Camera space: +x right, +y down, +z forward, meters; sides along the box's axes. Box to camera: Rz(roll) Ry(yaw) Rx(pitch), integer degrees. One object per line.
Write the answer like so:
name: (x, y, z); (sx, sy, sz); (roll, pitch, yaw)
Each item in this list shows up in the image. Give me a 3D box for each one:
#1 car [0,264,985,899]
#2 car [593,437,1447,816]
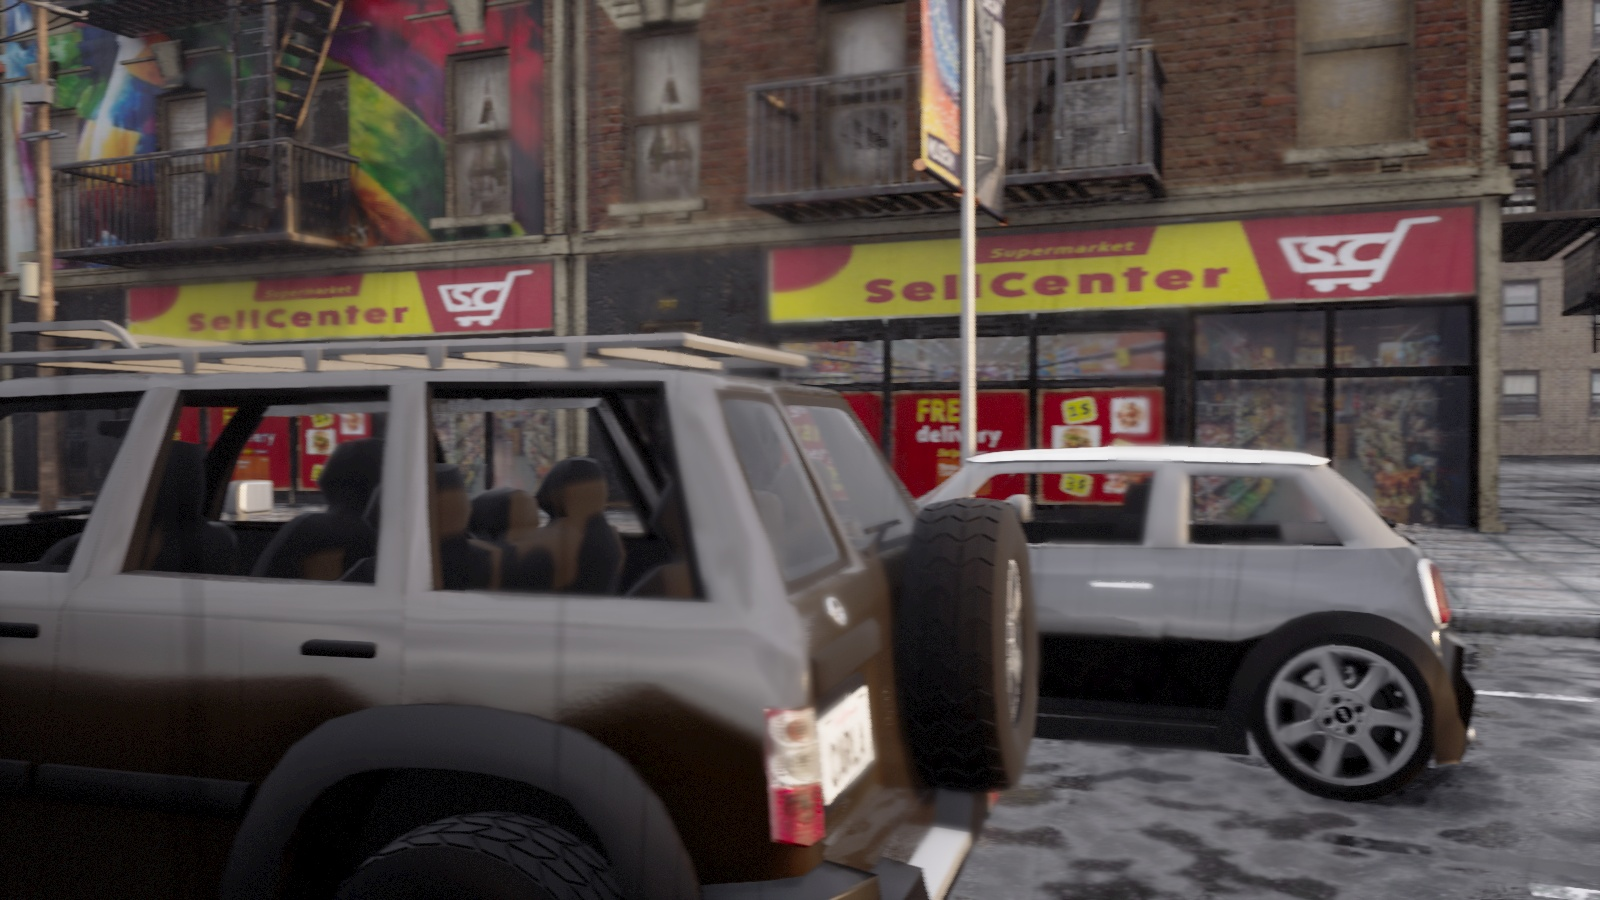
car: (-1.894, 0.572, 3.806); (4.605, 1.855, 1.932); (0, 1, 17)
car: (1.094, 0.685, 6.545); (3.806, 1.475, 1.970); (1, 1, 19)
